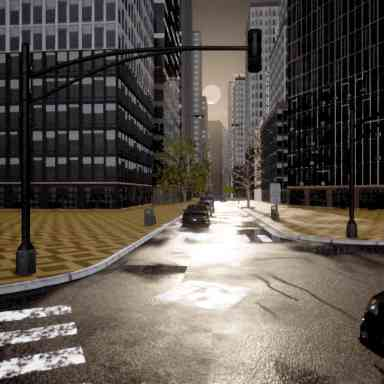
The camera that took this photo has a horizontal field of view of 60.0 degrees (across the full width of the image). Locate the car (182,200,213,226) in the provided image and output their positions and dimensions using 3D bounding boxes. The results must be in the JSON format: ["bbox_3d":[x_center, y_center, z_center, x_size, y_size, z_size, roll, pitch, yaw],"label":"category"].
[{"bbox_3d":[0.388,1.653,25.148,1.882,1.535,5.008,0,0,5],"label":"car"}]

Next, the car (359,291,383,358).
[{"bbox_3d":[4.399,1.575,4.637,4.181,1.385,1.994,-1,0,-25],"label":"car"}]

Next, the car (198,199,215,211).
[{"bbox_3d":[1.193,1.776,35.336,1.812,1.442,4.674,0,0,5],"label":"car"}]

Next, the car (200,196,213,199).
[{"bbox_3d":[2.030,1.553,45.963,2.150,2.045,5.566,0,0,5],"label":"car"}]
